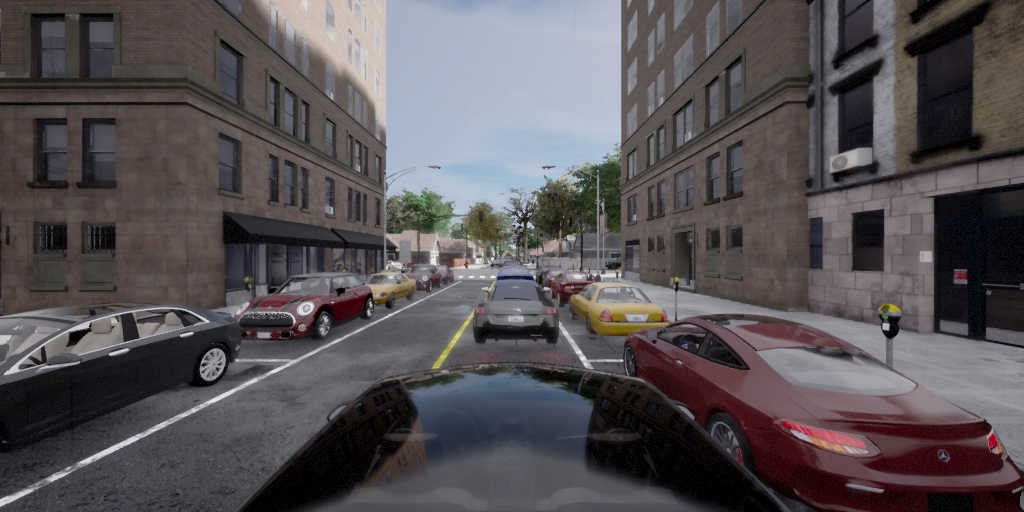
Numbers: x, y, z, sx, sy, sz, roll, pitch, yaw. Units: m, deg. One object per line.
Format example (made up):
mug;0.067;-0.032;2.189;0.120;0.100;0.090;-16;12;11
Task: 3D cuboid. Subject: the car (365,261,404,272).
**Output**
car;-17.430;1.396;49.248;4.674;1.442;1.812;0;0;1

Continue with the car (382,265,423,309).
car;-5.355;1.280;15.111;1.751;1.417;4.829;0;0;0

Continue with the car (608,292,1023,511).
car;2.641;1.332;4.225;1.802;1.307;4.207;0;0;0

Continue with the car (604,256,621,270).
car;15.607;0.895;49.239;5.566;2.045;2.150;0;0;0

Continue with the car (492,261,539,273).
car;0.122;1.235;18.653;1.882;1.535;5.008;0;0;-1

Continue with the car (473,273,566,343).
car;0.110;1.316;9.660;1.994;1.385;4.181;0;0;1

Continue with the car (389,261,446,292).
car;-5.340;1.198;20.800;1.967;1.591;4.097;0;0;0

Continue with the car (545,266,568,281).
car;2.671;1.300;15.262;1.888;1.381;4.507;0;0;0

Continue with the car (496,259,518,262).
car;0.069;1.114;27.878;2.097;1.767;4.553;0;0;0

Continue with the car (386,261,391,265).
car;-17.091;1.467;42.640;4.718;1.301;1.895;0;0;-2

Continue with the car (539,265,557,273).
car;2.685;1.340;20.780;1.802;1.307;4.207;0;0;0

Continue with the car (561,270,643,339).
car;2.656;1.278;9.914;1.751;1.417;4.829;0;0;0

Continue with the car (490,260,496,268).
car;-2.905;1.356;65.320;2.033;1.411;5.357;0;0;1

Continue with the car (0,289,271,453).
car;-5.384;1.301;4.243;2.007;1.370;4.403;0;0;0

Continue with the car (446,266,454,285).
car;-5.325;1.343;26.319;1.802;1.307;4.207;0;0;0

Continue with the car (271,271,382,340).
car;-5.369;1.192;9.762;1.967;1.591;4.097;0;0;0
